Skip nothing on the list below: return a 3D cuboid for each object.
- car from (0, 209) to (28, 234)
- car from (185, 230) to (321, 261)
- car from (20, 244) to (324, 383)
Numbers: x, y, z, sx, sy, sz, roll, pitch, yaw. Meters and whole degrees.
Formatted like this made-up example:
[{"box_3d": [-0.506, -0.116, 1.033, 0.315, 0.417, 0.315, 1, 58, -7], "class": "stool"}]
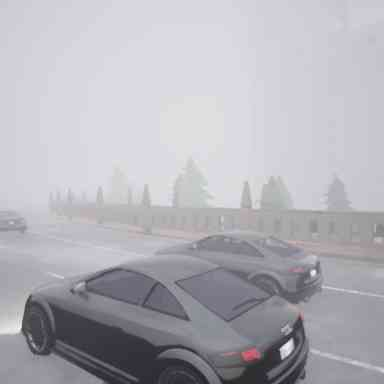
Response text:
[{"box_3d": [-11.320, 1.731, 19.815, 2.033, 1.411, 5.357, 0, 0, -40], "class": "car"}, {"box_3d": [0.878, 1.624, 7.962, 4.181, 1.385, 1.994, 0, 0, 38], "class": "car"}, {"box_3d": [-0.598, 1.604, 4.668, 4.181, 1.385, 1.994, -1, -1, 38], "class": "car"}]
